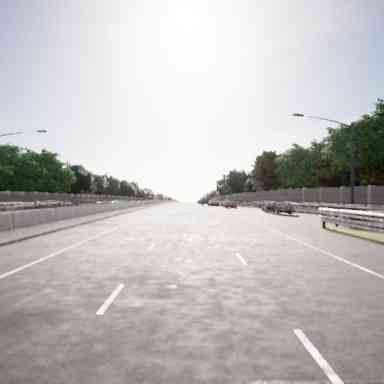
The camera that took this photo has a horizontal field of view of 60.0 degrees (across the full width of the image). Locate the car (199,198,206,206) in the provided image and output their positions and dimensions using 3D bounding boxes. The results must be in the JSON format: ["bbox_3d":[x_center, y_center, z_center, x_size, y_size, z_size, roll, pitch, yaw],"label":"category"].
[{"bbox_3d":[3.446,2.575,87.715,2.150,2.045,5.566,0,-1,0],"label":"car"}]

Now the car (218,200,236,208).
[{"bbox_3d":[6.575,2.214,60.337,1.994,1.385,4.181,0,-1,-8],"label":"car"}]

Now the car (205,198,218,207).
[{"bbox_3d":[4.796,2.551,74.151,1.994,1.385,4.181,0,-1,-5],"label":"car"}]

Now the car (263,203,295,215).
[{"bbox_3d":[10.575,2.006,40.882,2.033,1.411,5.357,0,0,-13],"label":"car"}]
